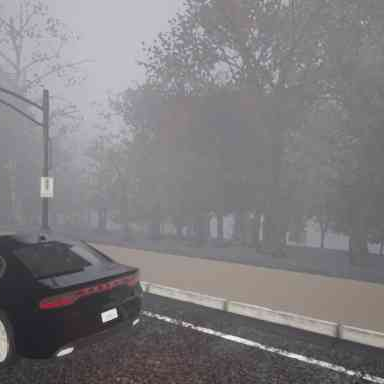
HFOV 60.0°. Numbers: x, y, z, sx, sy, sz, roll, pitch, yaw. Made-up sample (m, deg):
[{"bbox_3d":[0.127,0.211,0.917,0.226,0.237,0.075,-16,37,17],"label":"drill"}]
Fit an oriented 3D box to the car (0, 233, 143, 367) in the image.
[{"bbox_3d":[-3.076,1.477,5.871,5.008,1.535,1.882,0,0,37],"label":"car"}]
